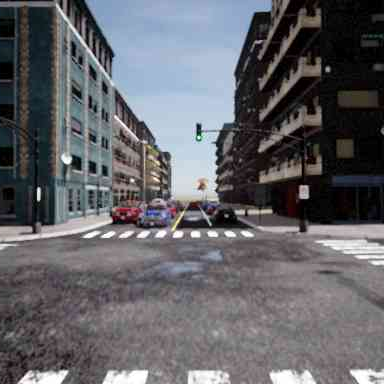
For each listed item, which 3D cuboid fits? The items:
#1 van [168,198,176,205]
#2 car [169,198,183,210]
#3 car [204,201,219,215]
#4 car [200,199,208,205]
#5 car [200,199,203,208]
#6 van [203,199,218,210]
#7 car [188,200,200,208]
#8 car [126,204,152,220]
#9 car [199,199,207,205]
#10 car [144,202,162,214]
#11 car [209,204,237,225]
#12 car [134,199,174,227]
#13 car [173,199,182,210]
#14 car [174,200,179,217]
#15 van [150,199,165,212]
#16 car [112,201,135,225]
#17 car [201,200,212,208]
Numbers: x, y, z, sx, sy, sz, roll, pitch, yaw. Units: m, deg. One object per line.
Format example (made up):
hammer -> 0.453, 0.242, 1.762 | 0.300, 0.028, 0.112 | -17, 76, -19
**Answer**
van -> -5.008, 2.388, 83.165 | 1.690, 1.788, 3.998 | 0, -1, 0
car -> -2.620, 2.041, 53.910 | 2.097, 1.767, 4.553 | 0, -1, 1
car -> 2.711, 2.076, 38.721 | 1.802, 1.307, 4.206 | 0, -1, 0
car -> 2.872, 2.585, 83.135 | 1.887, 1.381, 4.507 | 0, -1, 0
car -> 2.771, 2.141, 55.378 | 1.967, 1.590, 4.097 | 0, -1, 0
van -> 2.732, 1.904, 44.276 | 1.690, 1.788, 3.998 | 0, -1, 0
car -> 0.332, 2.364, 63.168 | 1.994, 1.385, 4.181 | 0, -1, 0
car -> -5.190, 1.976, 33.198 | 1.887, 1.381, 4.507 | 0, -1, 0
car -> 2.892, 2.652, 88.687 | 1.887, 1.381, 4.507 | 0, -1, 0
car -> -5.149, 2.115, 44.302 | 1.887, 1.381, 4.507 | 0, -1, 0
car -> 2.671, 1.921, 27.619 | 1.947, 1.339, 4.313 | 0, -1, 0
car -> -2.779, 1.685, 25.561 | 2.097, 1.767, 4.553 | 0, -1, 1
car -> -2.682, 2.044, 44.187 | 1.882, 1.535, 5.008 | 0, -1, 0
car -> -2.719, 1.927, 34.769 | 1.882, 1.535, 5.008 | 0, -1, 0
van -> -5.129, 1.980, 49.856 | 1.690, 1.788, 3.998 | 0, -1, 0
car -> -5.210, 1.677, 27.650 | 2.192, 1.841, 5.009 | 0, -1, 0
car -> 2.811, 2.389, 66.480 | 2.008, 1.369, 4.403 | 0, -1, 0
